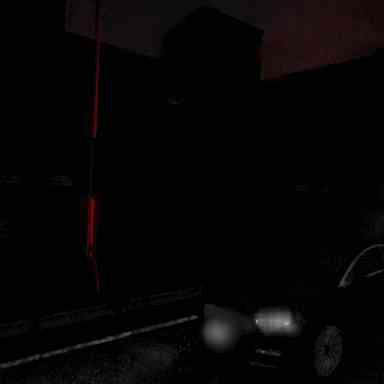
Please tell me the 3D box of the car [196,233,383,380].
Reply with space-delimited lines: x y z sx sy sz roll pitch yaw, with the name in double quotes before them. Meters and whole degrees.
"car" 2.331 1.504 5.575 4.902 1.511 2.128 0 0 -35
